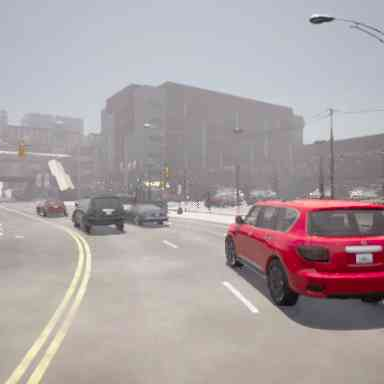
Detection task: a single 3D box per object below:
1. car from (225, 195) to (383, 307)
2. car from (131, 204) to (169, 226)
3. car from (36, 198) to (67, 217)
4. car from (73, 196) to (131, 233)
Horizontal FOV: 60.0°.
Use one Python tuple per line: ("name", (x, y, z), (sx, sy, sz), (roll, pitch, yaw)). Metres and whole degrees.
("car", (2.449, 1.195, 8.168), (2.150, 2.045, 5.566), (0, 0, -9))
("car", (-3.530, 1.540, 23.405), (2.033, 1.411, 5.357), (0, 0, -32))
("car", (-13.744, 1.396, 32.435), (2.097, 1.767, 4.553), (0, 0, -34))
("car", (-5.763, 1.232, 20.253), (2.150, 2.045, 5.566), (0, 0, -29))
